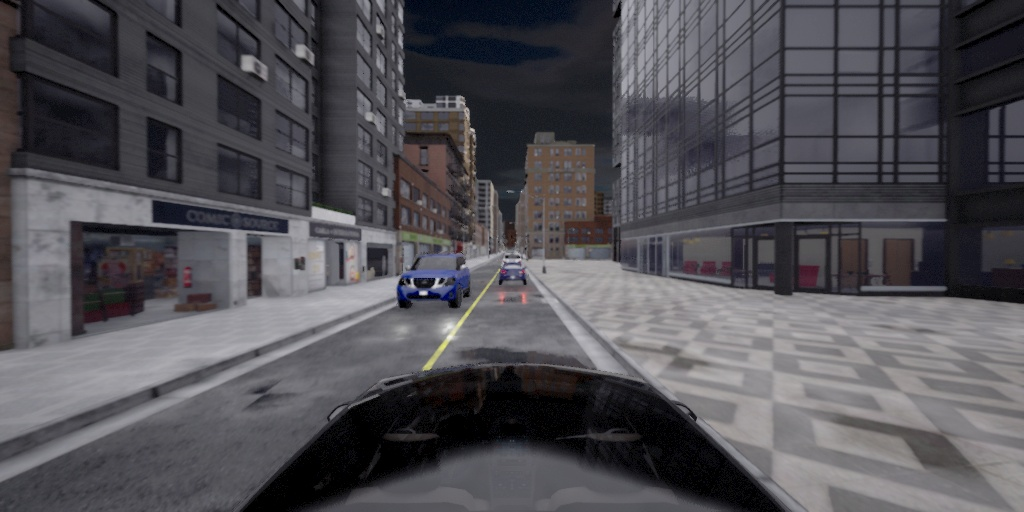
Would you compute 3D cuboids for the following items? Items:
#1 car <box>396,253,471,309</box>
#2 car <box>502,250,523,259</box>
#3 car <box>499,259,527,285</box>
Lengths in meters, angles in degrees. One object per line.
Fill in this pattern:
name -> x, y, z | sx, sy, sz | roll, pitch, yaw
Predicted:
car -> -3.007, 0.903, 14.977 | 2.150, 2.045, 5.566 | 0, 0, 0
car -> 0.059, 0.677, 39.809 | 2.150, 2.045, 5.566 | 0, 1, 0
car -> 0.056, 1.140, 24.773 | 1.812, 1.442, 4.674 | 0, 0, 0
